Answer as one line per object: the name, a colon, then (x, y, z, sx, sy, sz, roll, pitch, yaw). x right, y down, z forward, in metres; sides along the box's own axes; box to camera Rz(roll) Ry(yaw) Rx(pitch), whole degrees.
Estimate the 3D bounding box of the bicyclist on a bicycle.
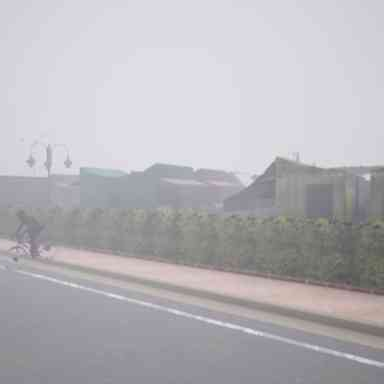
bicyclist on a bicycle: (-4.643, 1.307, 9.526, 0.582, 1.620, 1.656, 1, 9, 34)
